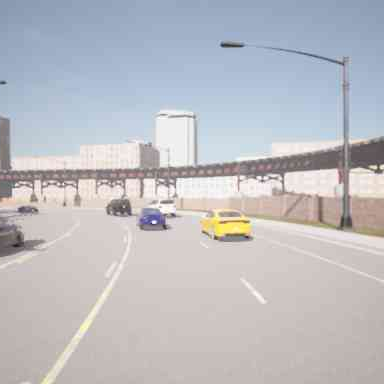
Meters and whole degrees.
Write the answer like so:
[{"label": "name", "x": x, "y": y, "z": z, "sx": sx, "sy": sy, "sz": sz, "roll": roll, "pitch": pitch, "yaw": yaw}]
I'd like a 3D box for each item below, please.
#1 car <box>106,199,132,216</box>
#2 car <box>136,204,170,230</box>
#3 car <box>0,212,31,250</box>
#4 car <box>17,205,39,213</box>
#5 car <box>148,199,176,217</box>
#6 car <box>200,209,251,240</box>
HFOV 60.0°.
[{"label": "car", "x": -9.162, "y": 1.890, "z": 41.373, "sx": 2.150, "sy": 2.045, "sz": 5.566, "roll": 0, "pitch": -1, "yaw": -27}, {"label": "car", "x": -3.028, "y": 1.865, "z": 24.113, "sx": 1.812, "sy": 1.442, "sz": 4.674, "roll": 0, "pitch": -1, "yaw": -13}, {"label": "car", "x": -8.240, "y": 1.719, "z": 13.212, "sx": 1.812, "sy": 1.442, "sz": 4.674, "roll": 0, "pitch": -1, "yaw": -8}, {"label": "car", "x": -25.192, "y": 2.623, "z": 51.078, "sx": 4.181, "sy": 1.385, "sz": 1.994, "roll": -2, "pitch": -1, "yaw": 45}, {"label": "car", "x": -3.517, "y": 1.769, "z": 37.369, "sx": 2.150, "sy": 2.045, "sz": 5.566, "roll": 0, "pitch": -1, "yaw": -22}, {"label": "car", "x": 1.718, "y": 1.693, "z": 18.533, "sx": 1.882, "sy": 1.535, "sz": 5.008, "roll": 0, "pitch": -1, "yaw": -10}]
